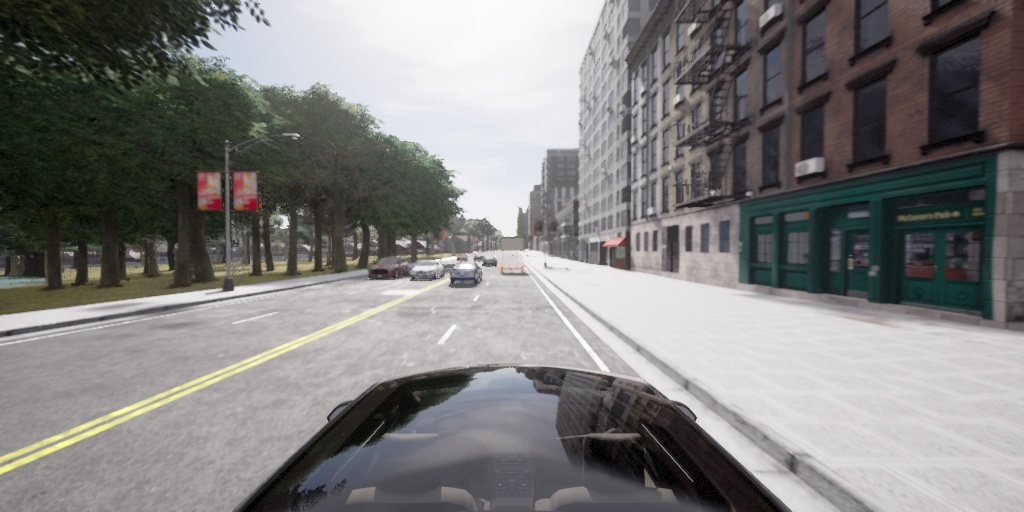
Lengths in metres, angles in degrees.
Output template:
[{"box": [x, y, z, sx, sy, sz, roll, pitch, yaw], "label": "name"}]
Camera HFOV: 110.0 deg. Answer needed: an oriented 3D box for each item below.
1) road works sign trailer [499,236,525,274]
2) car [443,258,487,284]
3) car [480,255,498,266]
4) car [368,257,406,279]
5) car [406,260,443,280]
[{"box": [0.013, -0.123, 34.916, 2.380, 3.560, 2.880, 0, 0, 0], "label": "road works sign trailer"}, {"box": [-3.141, 1.113, 25.185, 2.033, 1.411, 5.357, 0, 1, 0], "label": "car"}, {"box": [-3.131, 0.701, 51.785, 1.994, 1.385, 4.181, 0, 1, 0], "label": "car"}, {"box": [-9.833, 0.863, 28.889, 2.097, 1.767, 4.553, 0, 1, 0], "label": "car"}, {"box": [-6.586, 1.046, 28.259, 1.812, 1.442, 4.674, 0, 1, 0], "label": "car"}]
